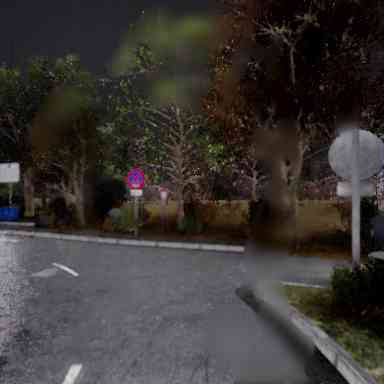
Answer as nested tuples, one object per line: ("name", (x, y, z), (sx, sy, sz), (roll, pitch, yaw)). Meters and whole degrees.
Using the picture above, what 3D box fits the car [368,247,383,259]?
("car", (6.846, 1.517, 7.271), (2.033, 1.411, 5.357), (0, -2, -41))
